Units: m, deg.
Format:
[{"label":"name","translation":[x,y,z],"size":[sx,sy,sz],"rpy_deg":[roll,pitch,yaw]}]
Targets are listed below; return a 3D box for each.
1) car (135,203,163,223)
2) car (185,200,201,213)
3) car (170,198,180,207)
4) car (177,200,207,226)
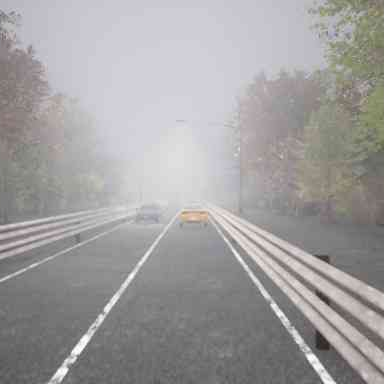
[{"label":"car","translation":[-3.347,1.635,26.490],"size":[1.837,1.490,4.892],"rpy_deg":[0,-1,0]},{"label":"car","translation":[0.098,1.821,43.051],"size":[1.882,1.535,5.008],"rpy_deg":[0,-1,0]},{"label":"car","translation":[-3.269,2.041,67.851],"size":[2.097,1.767,4.553],"rpy_deg":[0,-1,0]},{"label":"car","translation":[0.097,1.586,24.298],"size":[1.882,1.535,5.008],"rpy_deg":[0,-1,0]}]
